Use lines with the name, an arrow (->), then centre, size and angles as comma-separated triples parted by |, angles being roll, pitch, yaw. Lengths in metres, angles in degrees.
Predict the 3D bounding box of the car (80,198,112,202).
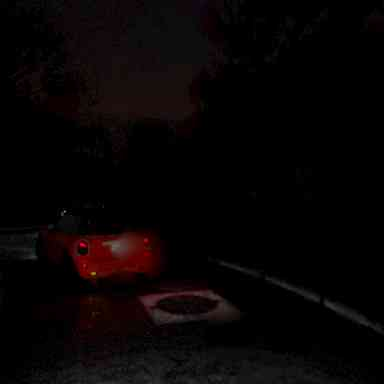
car -> -6.292, 1.197, 20.829 | 2.097, 1.767, 4.553 | 0, 1, 9

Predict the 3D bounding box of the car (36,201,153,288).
car -> -2.926, 1.295, 9.450 | 2.097, 1.767, 4.553 | 1, 0, -35
